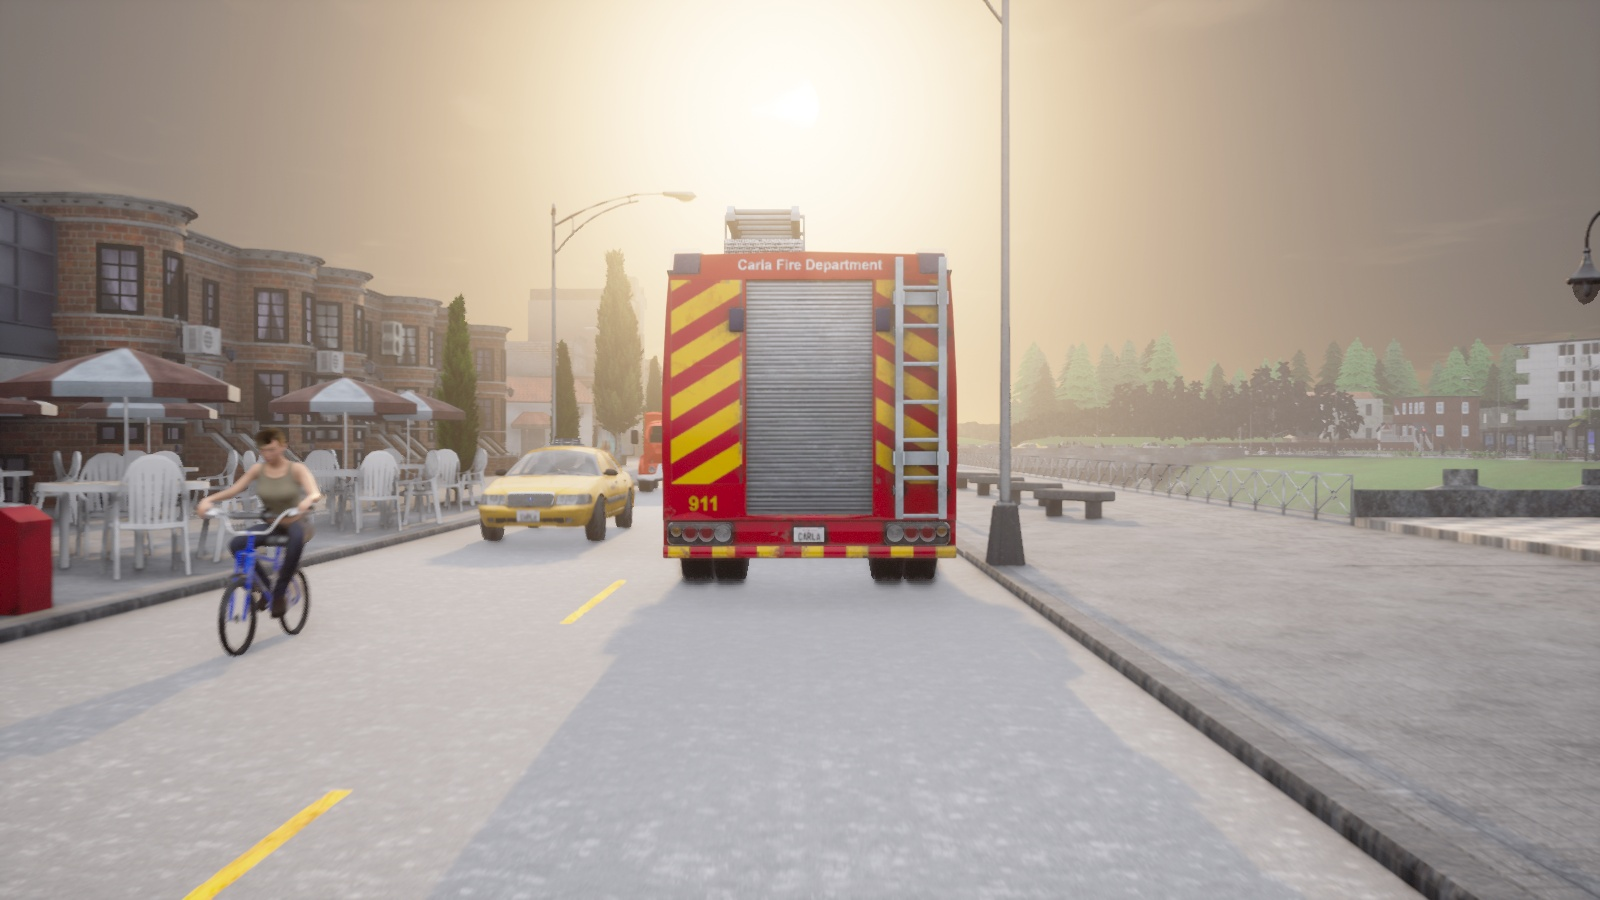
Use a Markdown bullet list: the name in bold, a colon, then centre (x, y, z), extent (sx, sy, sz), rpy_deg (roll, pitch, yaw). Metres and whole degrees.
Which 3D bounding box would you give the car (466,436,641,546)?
- **car**: centre (-3.870, 0.566, 20.651), extent (1.801, 1.575, 5.366), rpy_deg (0, 0, 0)

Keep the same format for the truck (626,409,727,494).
- **truck**: centre (-3.766, 0.035, 39.315), extent (2.627, 2.467, 5.204), rpy_deg (0, 0, 0)

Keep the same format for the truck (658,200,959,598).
- **truck**: centre (0.106, -0.510, 16.322), extent (2.891, 3.827, 8.468), rpy_deg (0, 0, 0)

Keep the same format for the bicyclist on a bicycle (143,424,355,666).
- **bicyclist on a bicycle**: centre (-3.934, 0.628, 9.108), extent (0.866, 1.612, 1.509), rpy_deg (0, 0, 0)
